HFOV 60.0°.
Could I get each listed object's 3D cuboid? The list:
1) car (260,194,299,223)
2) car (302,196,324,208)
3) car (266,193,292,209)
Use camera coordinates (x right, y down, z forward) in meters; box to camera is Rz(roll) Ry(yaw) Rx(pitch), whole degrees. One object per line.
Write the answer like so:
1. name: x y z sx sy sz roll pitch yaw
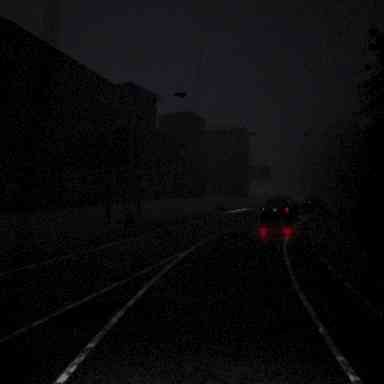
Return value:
1. car: 6.499 1.220 24.396 2.097 1.767 4.553 0 1 25
2. car: 14.462 1.174 39.701 2.033 1.411 5.357 0 1 29
3. car: 10.676 1.026 40.549 2.097 1.767 4.553 -1 1 28
